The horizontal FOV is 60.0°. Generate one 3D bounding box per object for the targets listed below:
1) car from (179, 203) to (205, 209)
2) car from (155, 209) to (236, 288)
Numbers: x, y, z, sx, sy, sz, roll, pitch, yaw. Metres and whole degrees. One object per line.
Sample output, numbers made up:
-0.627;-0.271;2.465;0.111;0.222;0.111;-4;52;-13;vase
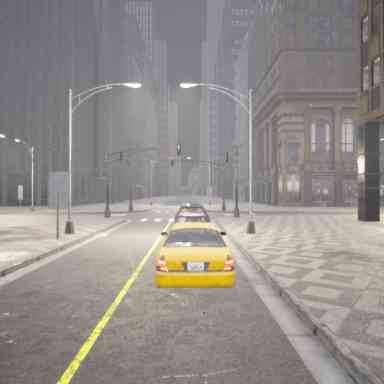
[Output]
-0.009;1.454;19.334;2.033;1.649;4.856;0;0;-1;car
0.050;1.463;9.192;1.801;1.575;5.366;0;0;-1;car
